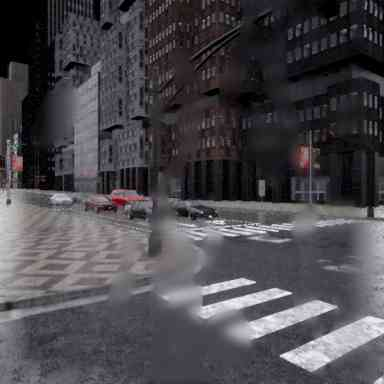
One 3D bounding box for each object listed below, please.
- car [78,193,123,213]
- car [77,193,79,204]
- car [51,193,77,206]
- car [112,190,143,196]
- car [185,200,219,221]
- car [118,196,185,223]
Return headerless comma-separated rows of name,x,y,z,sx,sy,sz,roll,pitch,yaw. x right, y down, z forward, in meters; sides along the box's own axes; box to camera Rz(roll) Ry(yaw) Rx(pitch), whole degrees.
car,-8.599,1.080,30.918,1.882,1.535,5.008,0,1,-36
car,-15.174,0.860,45.540,2.128,1.511,4.902,0,1,-36
car,-16.371,0.936,41.634,1.812,1.442,4.674,0,1,-35
car,-6.354,0.810,33.359,2.150,2.045,5.566,0,1,-36
car,-0.393,1.280,25.095,2.033,1.411,5.357,0,1,-39
car,-2.998,1.284,23.236,2.033,1.411,5.357,0,1,-35
